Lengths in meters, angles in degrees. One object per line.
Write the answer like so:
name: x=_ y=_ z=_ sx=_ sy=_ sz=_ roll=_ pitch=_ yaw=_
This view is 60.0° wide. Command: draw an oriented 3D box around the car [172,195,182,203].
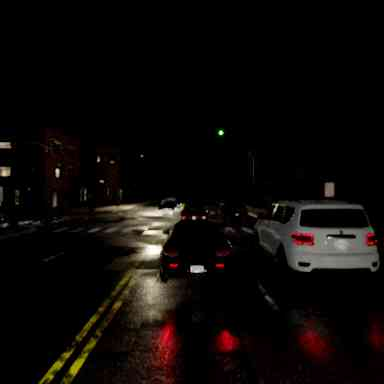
car: x=-3.284 y=1.558 z=72.840 sx=2.097 sy=1.767 sz=4.553 roll=0 pitch=0 yaw=0

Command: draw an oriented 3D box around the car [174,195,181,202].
car: x=-3.324 y=1.639 z=53.256 sx=2.128 sy=1.511 sz=4.902 roll=0 pitch=0 yaw=0

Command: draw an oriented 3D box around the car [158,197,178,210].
car: x=-3.319 y=1.686 z=44.477 sx=1.994 sy=1.385 sz=4.181 roll=0 pitch=0 yaw=0

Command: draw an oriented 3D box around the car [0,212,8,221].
car: x=-18.158 y=1.896 z=27.243 sx=5.357 sy=1.411 sz=2.033 roll=-1 pitch=0 yaw=-2

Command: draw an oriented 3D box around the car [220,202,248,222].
car: x=3.385 y=1.552 z=27.449 sx=1.882 sy=1.535 sz=5.008 roll=0 pitch=0 yaw=0

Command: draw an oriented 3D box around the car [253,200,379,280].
car: x=3.362 y=1.250 z=10.152 sx=2.150 sy=2.045 sz=5.566 roll=0 pitch=0 yaw=0

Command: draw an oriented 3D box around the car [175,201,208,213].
car: x=0.125 y=1.609 z=22.721 sx=2.033 sy=1.411 sz=5.357 roll=0 pitch=0 yaw=0

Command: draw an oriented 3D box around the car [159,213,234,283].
car: x=0.112 y=1.552 z=9.668 sx=1.812 sy=1.442 sz=4.674 roll=0 pitch=0 yaw=0
